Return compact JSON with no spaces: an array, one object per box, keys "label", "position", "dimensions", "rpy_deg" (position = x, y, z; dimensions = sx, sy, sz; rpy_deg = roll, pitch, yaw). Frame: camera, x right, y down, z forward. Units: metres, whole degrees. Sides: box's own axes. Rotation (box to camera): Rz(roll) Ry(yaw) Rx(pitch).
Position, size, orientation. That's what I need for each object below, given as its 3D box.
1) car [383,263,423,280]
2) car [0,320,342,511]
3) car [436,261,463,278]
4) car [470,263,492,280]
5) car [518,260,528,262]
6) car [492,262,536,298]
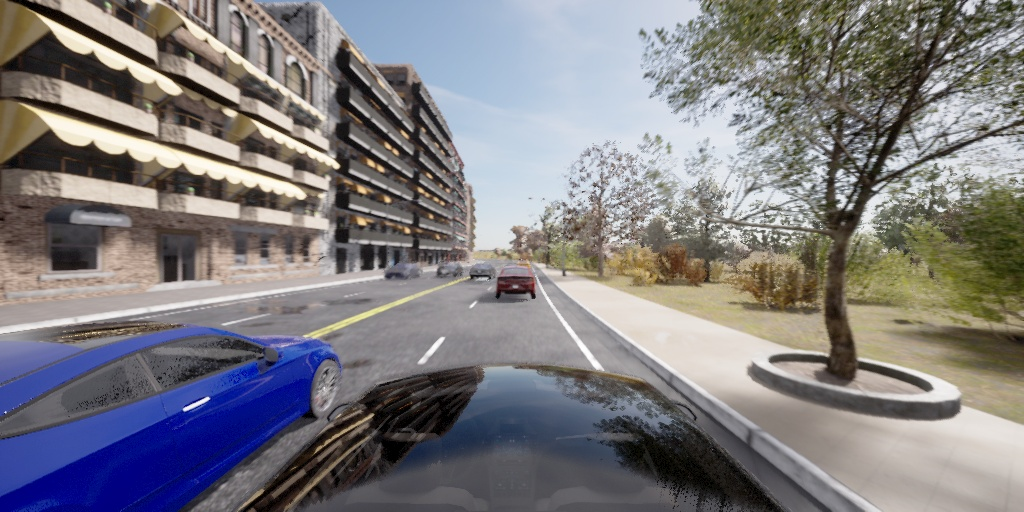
[{"label":"car","position":[-9.245,1.284,31.044],"dimensions":[2.033,1.411,5.357],"rpy_deg":[0,0,3]},{"label":"car","position":[-3.174,1.252,2.881],"dimensions":[1.812,1.442,4.674],"rpy_deg":[0,0,0]},{"label":"car","position":[-5.853,1.265,34.066],"dimensions":[2.128,1.511,4.902],"rpy_deg":[0,0,3]},{"label":"car","position":[-2.533,1.342,31.846],"dimensions":[2.033,1.411,5.357],"rpy_deg":[0,0,3]},{"label":"car","position":[1.615,1.364,51.899],"dimensions":[1.882,1.535,5.008],"rpy_deg":[0,0,2]},{"label":"car","position":[0.236,1.260,18.884],"dimensions":[1.882,1.535,5.008],"rpy_deg":[0,0,2]}]
